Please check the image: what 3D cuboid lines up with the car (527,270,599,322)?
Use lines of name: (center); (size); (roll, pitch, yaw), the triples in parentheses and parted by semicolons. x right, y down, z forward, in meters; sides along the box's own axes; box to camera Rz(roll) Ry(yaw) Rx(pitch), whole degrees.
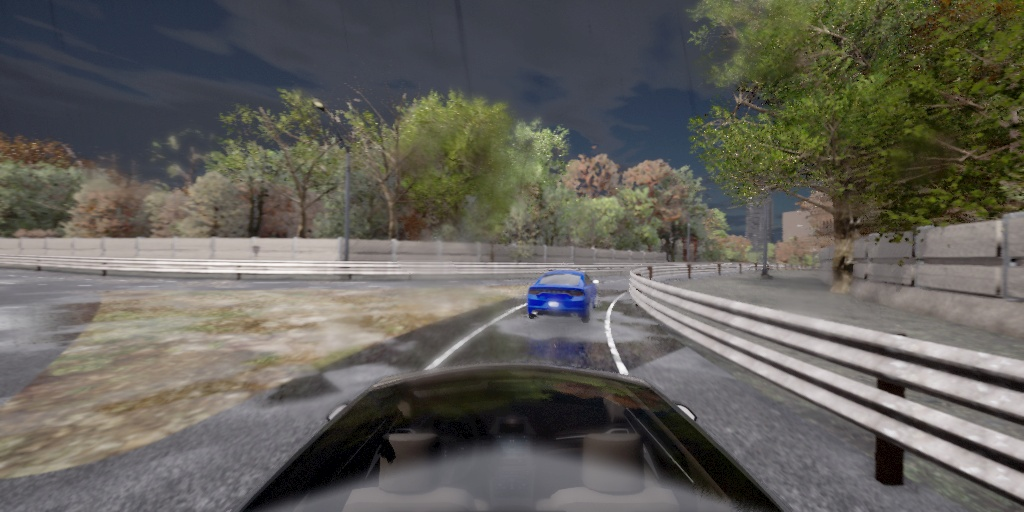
car: (1.939, 1.244, 12.620); (1.882, 1.535, 5.008); (0, 0, 17)
